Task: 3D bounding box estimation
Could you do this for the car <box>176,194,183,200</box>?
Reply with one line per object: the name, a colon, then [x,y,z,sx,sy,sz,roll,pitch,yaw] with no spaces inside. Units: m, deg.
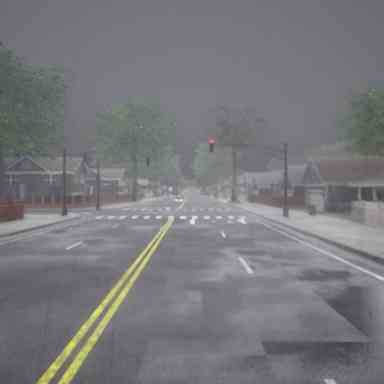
car: [-3.239,1.318,87.154,2.128,1.511,4.902,0,0,0]
